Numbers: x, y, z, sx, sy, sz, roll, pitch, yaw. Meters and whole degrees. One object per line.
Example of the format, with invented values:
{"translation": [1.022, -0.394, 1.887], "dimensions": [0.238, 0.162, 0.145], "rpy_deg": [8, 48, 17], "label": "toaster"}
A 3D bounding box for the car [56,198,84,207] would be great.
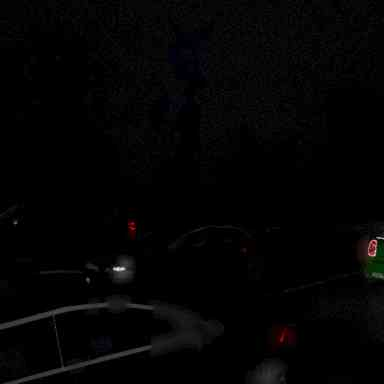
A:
{"translation": [-20.904, 1.736, 56.719], "dimensions": [5.008, 1.535, 1.882], "rpy_deg": [-1, -1, 34], "label": "car"}

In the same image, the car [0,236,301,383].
{"translation": [-1.037, 1.492, 2.986], "dimensions": [4.902, 1.511, 2.128], "rpy_deg": [0, 0, -36], "label": "car"}

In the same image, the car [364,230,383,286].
{"translation": [6.279, 1.352, 8.178], "dimensions": [4.553, 1.767, 2.097], "rpy_deg": [0, 0, -35], "label": "car"}

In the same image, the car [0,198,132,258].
{"translation": [-4.303, 1.221, 9.513], "dimensions": [5.566, 2.045, 2.150], "rpy_deg": [0, 0, -35], "label": "car"}

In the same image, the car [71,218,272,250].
{"translation": [-0.118, 1.491, 8.193], "dimensions": [4.902, 1.511, 2.128], "rpy_deg": [0, 0, -35], "label": "car"}
